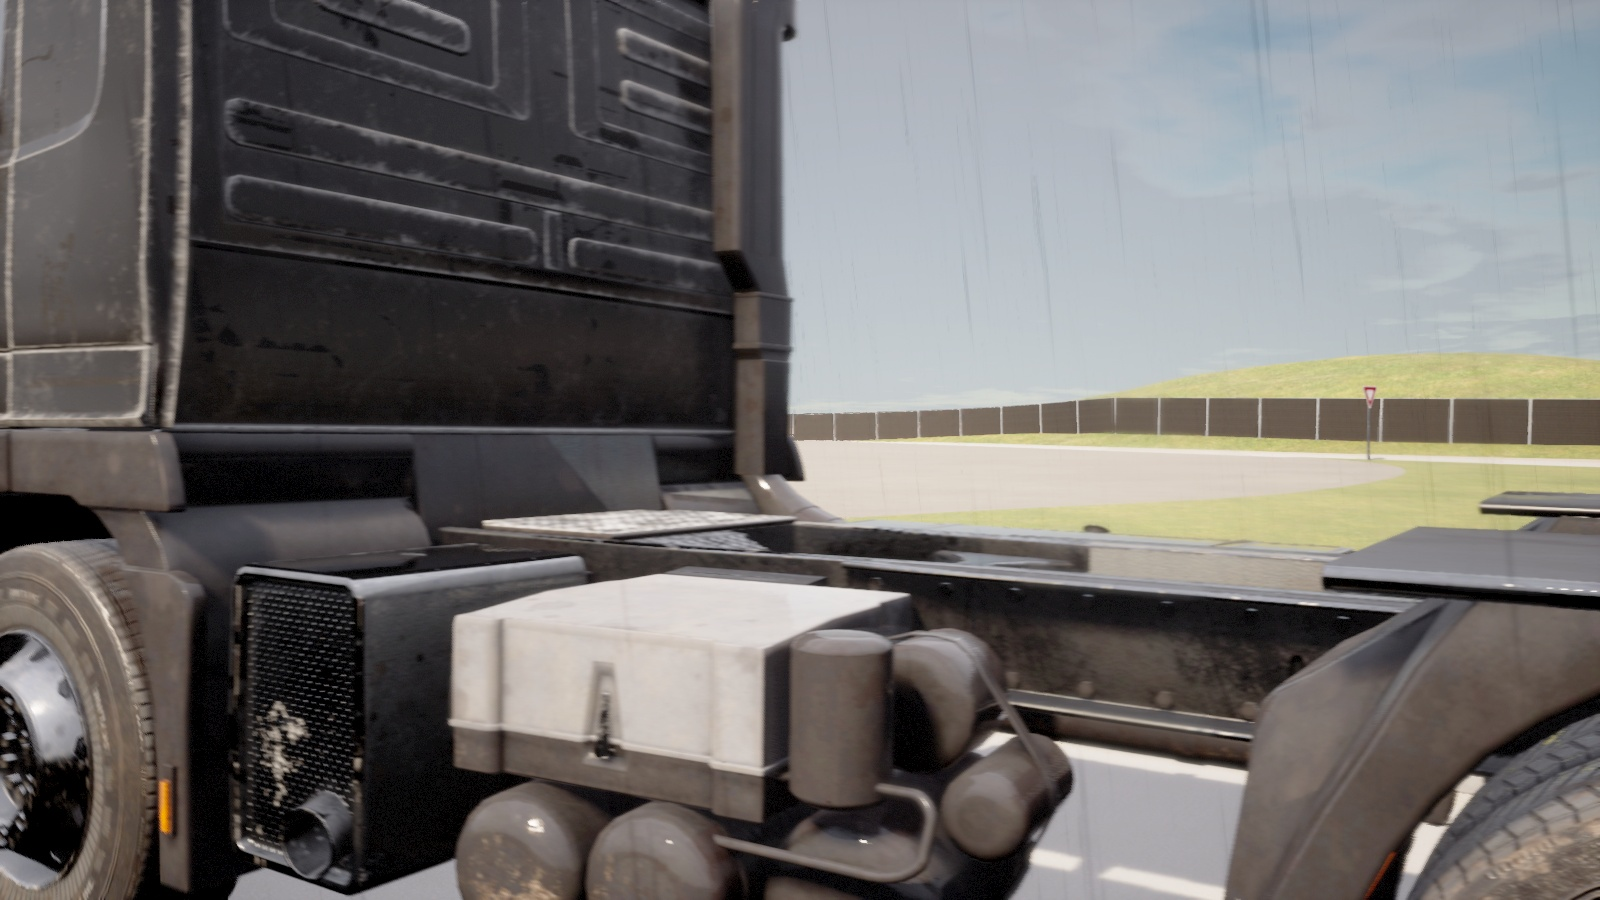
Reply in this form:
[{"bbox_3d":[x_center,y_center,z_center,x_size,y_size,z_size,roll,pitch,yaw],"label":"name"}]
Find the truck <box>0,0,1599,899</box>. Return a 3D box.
[{"bbox_3d":[0.558,-0.304,3.233,7.936,3.462,2.891,0,1,34],"label":"truck"}]
